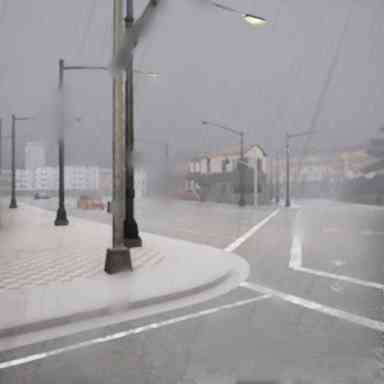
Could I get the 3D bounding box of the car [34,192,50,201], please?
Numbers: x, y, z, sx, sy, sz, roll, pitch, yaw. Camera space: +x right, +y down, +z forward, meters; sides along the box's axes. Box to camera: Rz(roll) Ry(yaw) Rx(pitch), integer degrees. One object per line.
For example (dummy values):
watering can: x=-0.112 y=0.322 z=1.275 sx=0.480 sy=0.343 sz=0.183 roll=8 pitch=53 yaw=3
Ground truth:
car: x=-26.563 y=0.739 z=58.810 sx=1.812 sy=1.442 sz=4.674 roll=0 pitch=1 yaw=-36

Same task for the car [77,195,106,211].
car: x=-11.530 y=1.146 z=37.927 sx=2.097 sy=1.767 sz=4.553 roll=0 pitch=1 yaw=-36
